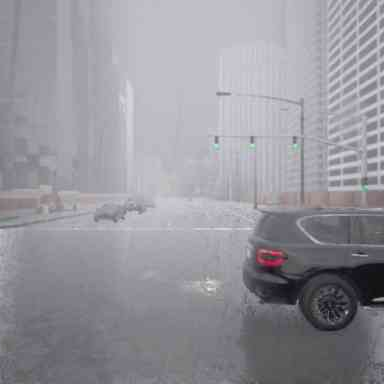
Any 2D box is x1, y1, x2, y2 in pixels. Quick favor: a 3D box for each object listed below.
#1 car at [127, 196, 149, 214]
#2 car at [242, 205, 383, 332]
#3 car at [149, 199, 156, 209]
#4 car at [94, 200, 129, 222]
[{"bbox_3d":[-7.139,1.598,41.786,2.150,2.045,5.566,0,-1,0],"label":"car"},{"bbox_3d":[3.780,1.291,6.482,5.566,2.045,2.150,0,-1,0],"label":"car"},{"bbox_3d":[-7.126,2.004,55.917,1.837,1.490,4.892,0,0,0],"label":"car"},{"bbox_3d":[-7.140,1.767,29.209,1.837,1.490,4.892,0,-1,1],"label":"car"}]
